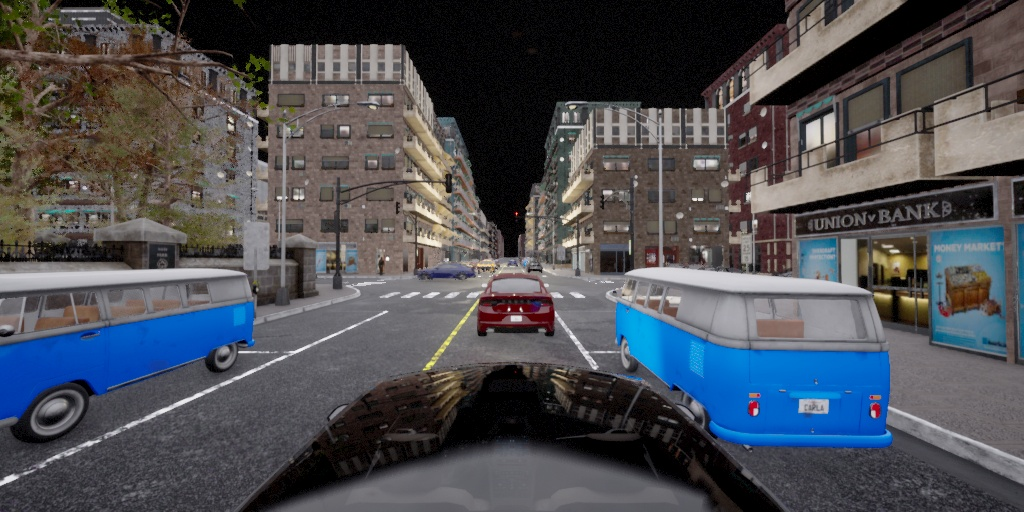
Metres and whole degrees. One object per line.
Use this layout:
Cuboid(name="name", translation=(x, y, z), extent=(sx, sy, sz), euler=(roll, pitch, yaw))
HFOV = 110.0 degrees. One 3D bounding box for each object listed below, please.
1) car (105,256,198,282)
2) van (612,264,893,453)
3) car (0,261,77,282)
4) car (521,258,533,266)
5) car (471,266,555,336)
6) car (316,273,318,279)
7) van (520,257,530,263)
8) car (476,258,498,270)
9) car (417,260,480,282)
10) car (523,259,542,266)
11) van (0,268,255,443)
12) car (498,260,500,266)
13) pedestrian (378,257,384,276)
Cuboid(name="car", translation=(-25.831, 0.949, 25.827), extent=(4.553, 1.767, 2.097), euler=(0, -1, 1))
Cuboid(name="van", translation=(2.658, 1.092, 5.020), extent=(1.690, 1.789, 3.998), euler=(0, 0, 0))
Cuboid(name="car", translation=(-35.359, 1.093, 25.945), extent=(5.357, 1.411, 2.033), euler=(0, -1, 1))
Cuboid(name="car", translation=(2.691, 1.317, 48.609), extent=(2.007, 1.370, 4.403), euler=(0, 0, 0))
Cuboid(name="car", translation=(0.098, 1.230, 10.381), extent=(1.882, 1.535, 5.008), euler=(0, 0, 0))
Cuboid(name="car", translation=(-16.605, 1.139, 25.715), extent=(4.902, 1.511, 2.128), euler=(0, -1, 1))
Cuboid(name="van", translation=(2.690, 1.113, 59.894), extent=(1.690, 1.789, 3.998), euler=(0, 0, 0))
Cuboid(name="car", translation=(-3.102, 1.242, 43.658), extent=(1.882, 1.535, 5.008), euler=(0, 0, 0))
Cuboid(name="car", translation=(-5.216, 1.285, 28.755), extent=(4.674, 1.442, 1.812), euler=(0, 0, 1))
Cuboid(name="car", translation=(2.691, 1.330, 42.967), extent=(1.948, 1.339, 4.313), euler=(0, 0, 0))
Cuboid(name="van", translation=(-5.656, 1.092, 5.022), extent=(1.690, 1.789, 3.998), euler=(0, 0, 0))
Cuboid(name="car", translation=(-3.097, 1.316, 53.619), extent=(2.033, 1.411, 5.357), euler=(0, 0, 0))
Cuboid(name="pedestrian", translation=(-12.540, 0.968, 34.408), extent=(0.375, 1.860, 0.375), euler=(0, -1, 1))
